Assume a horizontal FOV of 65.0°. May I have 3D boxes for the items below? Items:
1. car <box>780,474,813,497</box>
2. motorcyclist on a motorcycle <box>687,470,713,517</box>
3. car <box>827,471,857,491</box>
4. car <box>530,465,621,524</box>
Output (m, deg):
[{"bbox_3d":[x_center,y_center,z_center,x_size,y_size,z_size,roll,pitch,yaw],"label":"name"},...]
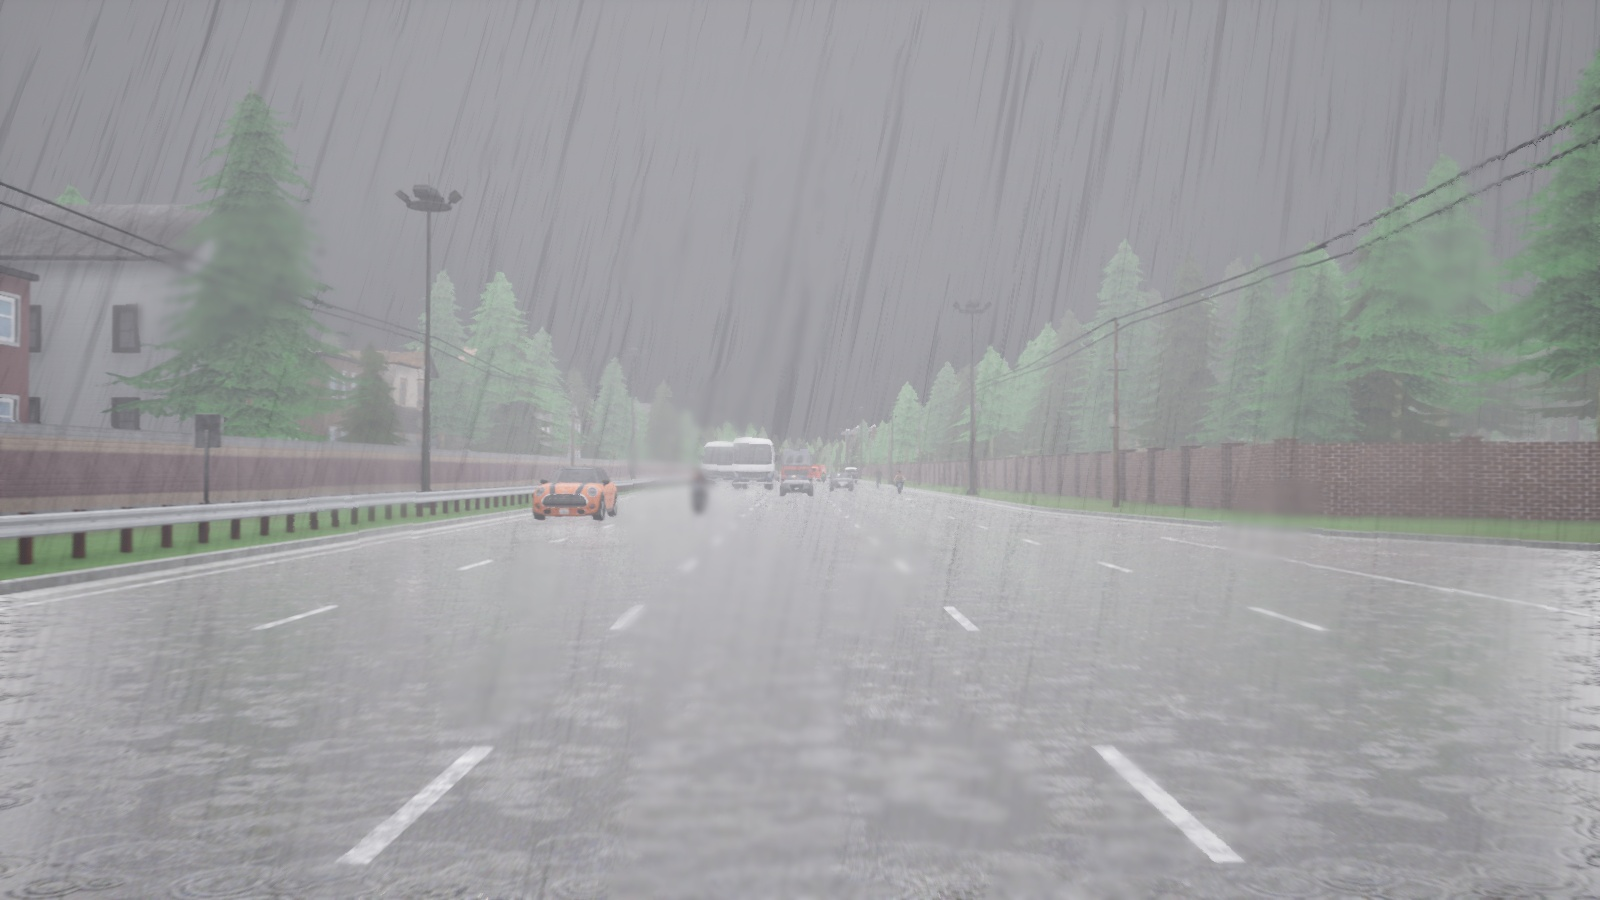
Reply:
[{"bbox_3d":[-0.193,2.185,78.224,1.994,1.385,4.181,0,-1,0],"label":"car"},{"bbox_3d":[-3.613,1.538,45.473,0.766,1.649,2.350,0,-1,0],"label":"motorcyclist on a motorcycle"},{"bbox_3d":[3.258,2.392,97.934,2.128,1.511,4.902,0,-1,0],"label":"car"},{"bbox_3d":[-7.100,1.371,40.106,2.097,1.767,4.553,0,-1,0],"label":"car"}]
